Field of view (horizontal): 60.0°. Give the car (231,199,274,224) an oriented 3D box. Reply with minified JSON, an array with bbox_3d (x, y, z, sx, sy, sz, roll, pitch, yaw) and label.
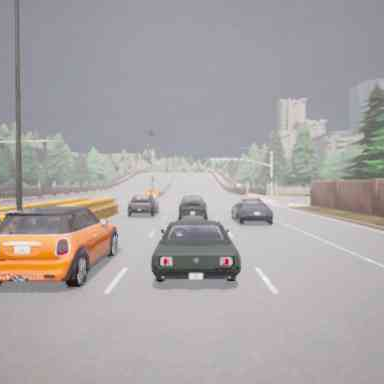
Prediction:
[{"bbox_3d":[3.553,1.082,20.150,1.994,1.385,4.181,0,1,0],"label":"car"}]

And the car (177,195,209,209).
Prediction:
[{"bbox_3d":[0.047,0.967,22.545,1.837,1.490,4.892,0,1,0],"label":"car"}]

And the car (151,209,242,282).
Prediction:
[{"bbox_3d":[0.079,1.384,8.996,1.895,1.301,4.718,0,1,0],"label":"car"}]

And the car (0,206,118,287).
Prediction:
[{"bbox_3d":[-3.421,1.140,8.834,2.097,1.767,4.553,0,1,0],"label":"car"}]

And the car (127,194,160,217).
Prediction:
[{"bbox_3d":[-3.457,0.914,24.245,2.128,1.511,4.902,0,1,0],"label":"car"}]
